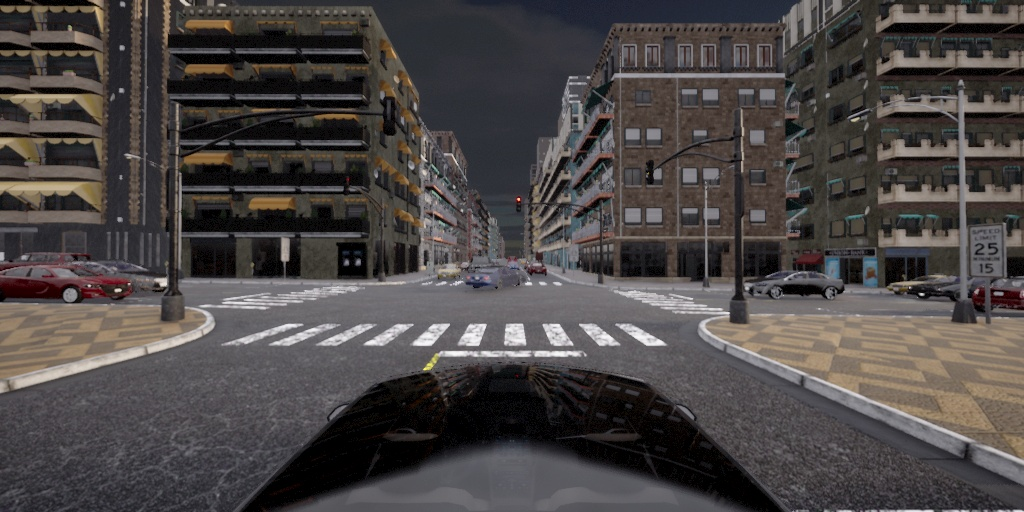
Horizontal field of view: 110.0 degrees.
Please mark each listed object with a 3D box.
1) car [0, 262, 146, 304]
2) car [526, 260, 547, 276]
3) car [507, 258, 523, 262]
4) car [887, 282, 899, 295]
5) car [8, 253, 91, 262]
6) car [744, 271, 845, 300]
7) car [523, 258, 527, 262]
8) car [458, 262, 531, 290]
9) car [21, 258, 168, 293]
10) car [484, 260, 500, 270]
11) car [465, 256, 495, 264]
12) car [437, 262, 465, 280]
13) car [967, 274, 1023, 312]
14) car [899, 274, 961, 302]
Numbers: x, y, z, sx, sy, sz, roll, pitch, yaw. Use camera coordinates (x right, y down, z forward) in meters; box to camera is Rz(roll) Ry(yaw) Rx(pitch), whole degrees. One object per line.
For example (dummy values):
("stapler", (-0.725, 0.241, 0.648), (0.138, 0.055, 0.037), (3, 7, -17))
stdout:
("car", (-17.255, 1.030, 13.629), (4.507, 1.381, 1.888), (0, 0, 0))
("car", (2.715, 1.362, 38.267), (1.888, 1.381, 4.507), (0, 0, 0))
("car", (0.132, 1.387, 50.333), (2.033, 1.411, 5.357), (0, 0, 0))
("car", (26.260, 1.788, 22.276), (4.829, 1.417, 1.751), (0, 0, 0))
("car", (-28.633, 0.718, 21.931), (5.009, 1.841, 2.192), (0, 0, 0))
("car", (15.317, 1.551, 19.652), (4.902, 1.511, 2.128), (1, -1, -1))
("car", (2.719, 1.267, 43.791), (1.967, 1.591, 4.097), (0, 0, 0))
("car", (-0.946, 1.335, 22.949), (2.033, 1.411, 5.357), (0, 0, 26))
("car", (-18.207, 0.991, 16.220), (4.902, 1.511, 2.128), (1, -1, 0))
("car", (-3.055, 1.342, 55.658), (2.128, 1.511, 4.902), (0, 0, 0))
("car", (-3.078, 1.032, 35.172), (2.150, 2.045, 5.566), (0, 0, 0))
("car", (-5.669, 1.332, 32.593), (1.751, 1.417, 4.829), (0, 0, 0))
("car", (20.843, 1.520, 13.924), (4.097, 1.591, 1.967), (0, 0, 0))
("car", (25.176, 1.761, 19.716), (5.357, 1.411, 2.033), (1, -1, 0))
